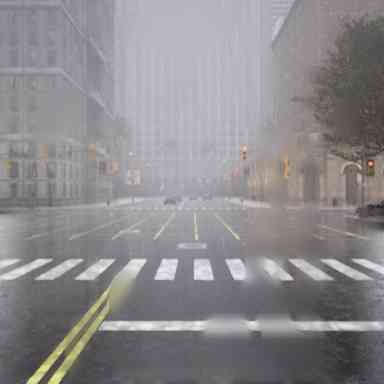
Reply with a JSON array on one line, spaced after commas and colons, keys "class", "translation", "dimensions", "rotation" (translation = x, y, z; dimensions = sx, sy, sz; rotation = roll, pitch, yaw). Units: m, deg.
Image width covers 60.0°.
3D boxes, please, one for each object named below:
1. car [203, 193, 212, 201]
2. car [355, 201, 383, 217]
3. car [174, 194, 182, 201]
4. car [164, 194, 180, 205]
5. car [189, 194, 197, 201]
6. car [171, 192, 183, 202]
[{"class": "car", "translation": [3.672, 1.105, 78.889], "dimensions": [2.097, 1.767, 4.553], "rotation": [0, 0, 1]}, {"class": "car", "translation": [16.869, 1.498, 29.669], "dimensions": [4.181, 1.385, 1.994], "rotation": [0, 0, 0]}, {"class": "car", "translation": [-3.323, 1.323, 79.456], "dimensions": [1.837, 1.490, 4.892], "rotation": [0, 0, 1]}, {"class": "car", "translation": [-3.560, 1.479, 55.129], "dimensions": [1.895, 1.301, 4.718], "rotation": [0, 0, 1]}, {"class": "car", "translation": [0.172, 1.275, 78.954], "dimensions": [2.128, 1.511, 4.902], "rotation": [0, 0, 1]}, {"class": "car", "translation": [-3.438, 1.071, 68.444], "dimensions": [2.150, 2.045, 5.566], "rotation": [0, 0, 1]}]
